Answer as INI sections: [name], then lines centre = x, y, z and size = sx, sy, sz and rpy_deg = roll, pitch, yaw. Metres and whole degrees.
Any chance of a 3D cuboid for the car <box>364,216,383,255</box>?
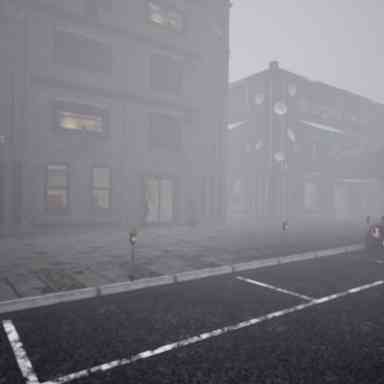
[car]
centre = 8.696, 1.452, 12.792
size = 5.009, 1.841, 2.192
rpy_deg = 1, 0, -36
